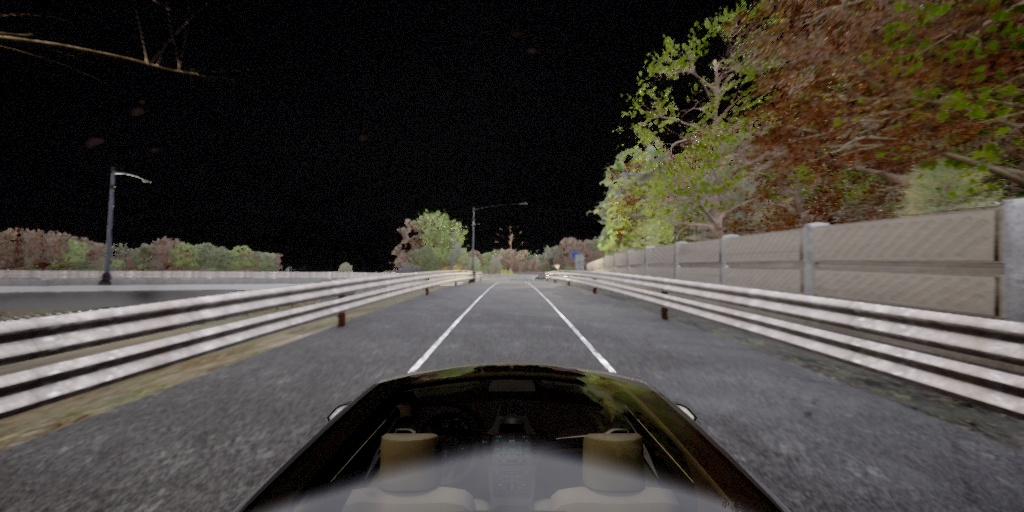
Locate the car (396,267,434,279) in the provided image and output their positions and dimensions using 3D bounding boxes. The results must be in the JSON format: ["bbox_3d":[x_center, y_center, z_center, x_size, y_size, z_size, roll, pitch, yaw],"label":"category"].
[{"bbox_3d":[-14.130,2.688,52.233,5.566,2.045,2.150,3,-4,-44],"label":"car"}]
